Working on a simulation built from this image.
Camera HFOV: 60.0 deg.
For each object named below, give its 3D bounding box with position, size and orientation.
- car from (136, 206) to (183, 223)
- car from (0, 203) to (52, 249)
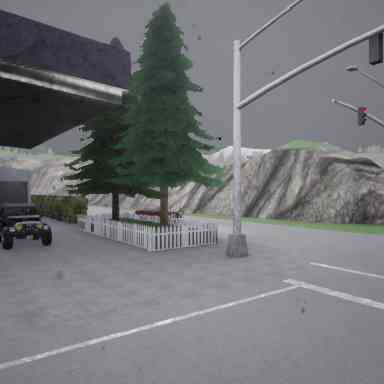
[{"bbox_3d":[-2.709,1.792,27.195,1.895,1.301,4.718,0,0,-36],"label":"car"},{"bbox_3d":[-8.062,1.505,15.793,1.905,1.878,3.866,0,0,-37],"label":"car"}]
